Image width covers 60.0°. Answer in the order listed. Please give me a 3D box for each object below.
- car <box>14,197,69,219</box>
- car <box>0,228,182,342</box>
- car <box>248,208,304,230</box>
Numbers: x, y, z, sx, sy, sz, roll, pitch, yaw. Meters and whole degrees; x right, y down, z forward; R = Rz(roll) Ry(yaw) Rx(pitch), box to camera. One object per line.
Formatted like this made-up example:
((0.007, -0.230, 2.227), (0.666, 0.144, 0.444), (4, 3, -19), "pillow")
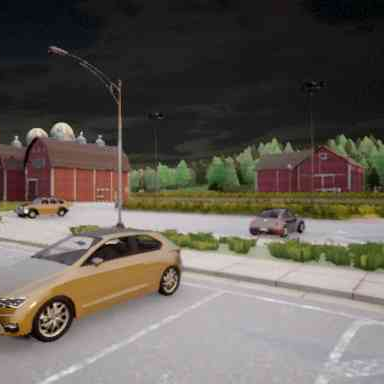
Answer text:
((-13.747, 1.428, 30.728), (1.932, 1.855, 4.605), (0, 0, 36), "car")
((-1.975, 1.528, 6.587), (1.816, 1.474, 4.193), (0, 0, 36), "car")
((4.587, 1.548, 17.717), (1.784, 1.438, 3.905), (0, 0, 36), "car")
